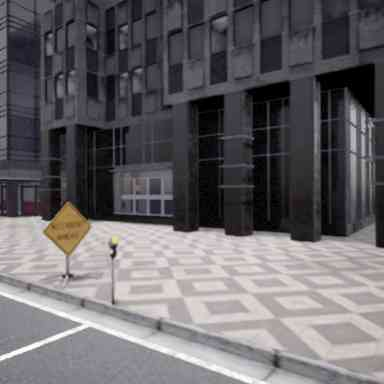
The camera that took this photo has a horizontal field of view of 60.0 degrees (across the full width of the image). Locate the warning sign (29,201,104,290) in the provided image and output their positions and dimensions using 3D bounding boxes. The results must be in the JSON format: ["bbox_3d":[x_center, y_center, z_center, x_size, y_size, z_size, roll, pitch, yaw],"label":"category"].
[{"bbox_3d":[-2.950,1.161,7.902,1.060,1.860,1.300,0,0,36],"label":"warning sign"}]
